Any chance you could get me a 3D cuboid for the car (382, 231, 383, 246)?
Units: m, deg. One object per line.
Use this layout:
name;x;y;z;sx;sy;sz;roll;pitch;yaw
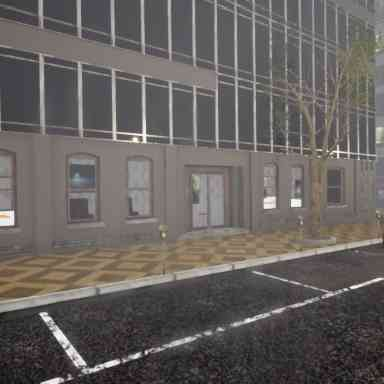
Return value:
car;9.365;1.436;13.280;4.097;1.590;1.967;0;-1;-36
